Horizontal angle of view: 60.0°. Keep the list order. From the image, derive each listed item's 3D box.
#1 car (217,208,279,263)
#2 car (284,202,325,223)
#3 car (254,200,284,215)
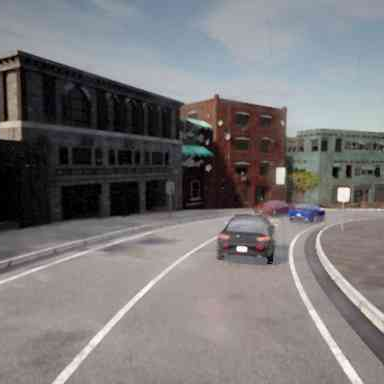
[{"bbox_3d":[2.099,1.546,12.118,1.812,1.442,4.674,1,0,15],"label":"car"},{"bbox_3d":[9.675,1.674,27.700,1.882,1.535,5.008,3,1,35],"label":"car"},{"bbox_3d":[7.549,1.503,30.963,1.882,1.535,5.008,4,1,39],"label":"car"}]
